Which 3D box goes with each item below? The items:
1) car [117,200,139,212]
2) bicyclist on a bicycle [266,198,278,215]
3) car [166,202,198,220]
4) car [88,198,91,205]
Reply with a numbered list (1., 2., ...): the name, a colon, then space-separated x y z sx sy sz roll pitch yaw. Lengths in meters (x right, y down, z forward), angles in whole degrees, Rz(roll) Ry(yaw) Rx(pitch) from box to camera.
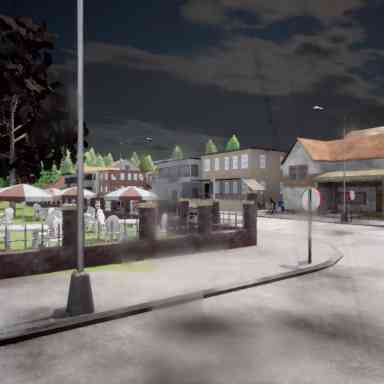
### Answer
1. car: -6.927 1.352 37.415 2.097 1.767 4.553 0 0 -35
2. bicyclist on a bicycle: 7.603 1.349 31.457 1.656 1.620 0.582 0 0 -35
3. car: -0.324 1.548 28.112 2.033 1.411 5.357 0 0 -36
4. car: -16.078 1.532 50.449 1.812 1.442 4.674 0 0 -35
